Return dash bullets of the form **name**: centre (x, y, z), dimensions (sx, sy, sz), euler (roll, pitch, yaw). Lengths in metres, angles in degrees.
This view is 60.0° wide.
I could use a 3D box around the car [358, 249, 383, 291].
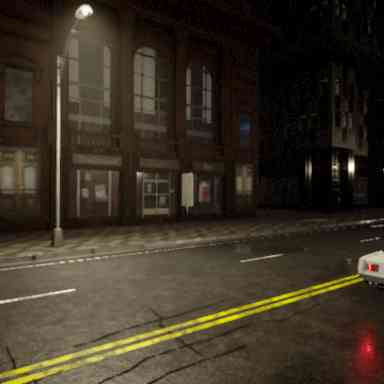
- **car**: centre (5.912, 1.581, 7.649), dimensions (4.718, 1.301, 1.895), euler (0, 0, -35)
